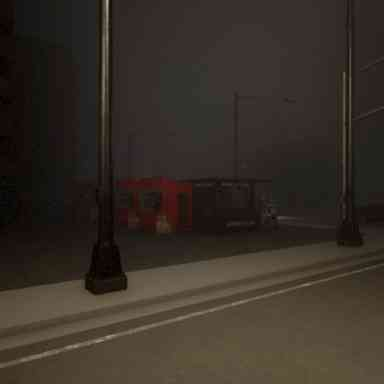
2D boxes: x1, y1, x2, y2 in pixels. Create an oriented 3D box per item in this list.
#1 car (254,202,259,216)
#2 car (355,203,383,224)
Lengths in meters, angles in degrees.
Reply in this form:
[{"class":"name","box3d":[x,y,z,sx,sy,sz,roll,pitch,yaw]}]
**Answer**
[{"class":"car","box3d":[5.986,1.715,33.665,1.812,1.442,4.674,0,-1,-36]},{"class":"car","box3d":[13.732,1.556,23.041,1.837,1.490,4.892,0,0,-36]}]
